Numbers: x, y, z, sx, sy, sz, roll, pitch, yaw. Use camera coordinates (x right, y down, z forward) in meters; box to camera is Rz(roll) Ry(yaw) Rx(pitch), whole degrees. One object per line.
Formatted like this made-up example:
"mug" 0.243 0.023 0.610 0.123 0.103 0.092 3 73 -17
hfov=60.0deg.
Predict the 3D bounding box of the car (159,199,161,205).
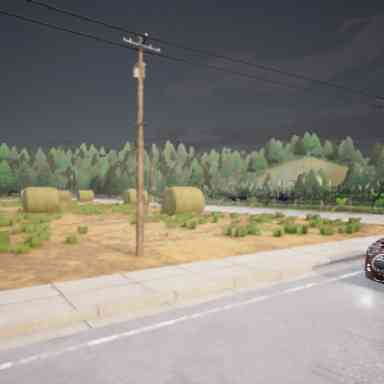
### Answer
"car" -4.044 1.554 57.171 1.812 1.442 4.674 0 0 -32

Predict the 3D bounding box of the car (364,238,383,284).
"car" 6.410 1.372 8.486 4.553 1.767 2.097 0 0 -35
